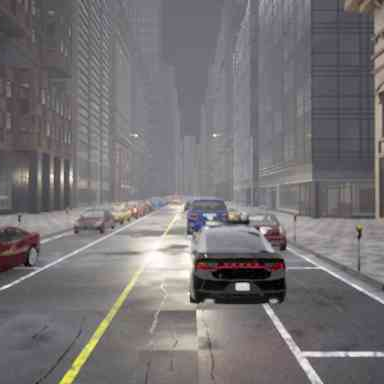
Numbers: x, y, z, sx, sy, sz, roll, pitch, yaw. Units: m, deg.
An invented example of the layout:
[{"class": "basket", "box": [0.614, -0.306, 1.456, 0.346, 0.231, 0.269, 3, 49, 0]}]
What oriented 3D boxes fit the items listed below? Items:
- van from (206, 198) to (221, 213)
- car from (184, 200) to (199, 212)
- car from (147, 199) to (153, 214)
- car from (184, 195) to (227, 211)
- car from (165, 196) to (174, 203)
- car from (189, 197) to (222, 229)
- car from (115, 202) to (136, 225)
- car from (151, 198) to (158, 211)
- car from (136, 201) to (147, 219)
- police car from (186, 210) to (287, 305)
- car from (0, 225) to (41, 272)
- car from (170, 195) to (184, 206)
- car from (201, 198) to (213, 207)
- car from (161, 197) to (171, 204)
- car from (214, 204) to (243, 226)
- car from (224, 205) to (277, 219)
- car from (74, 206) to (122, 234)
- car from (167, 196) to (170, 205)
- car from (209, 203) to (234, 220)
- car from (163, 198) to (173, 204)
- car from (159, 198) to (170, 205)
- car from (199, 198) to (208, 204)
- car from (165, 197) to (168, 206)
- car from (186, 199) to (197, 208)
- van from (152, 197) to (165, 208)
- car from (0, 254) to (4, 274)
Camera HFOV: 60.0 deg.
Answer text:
[{"class": "van", "box": [2.701, 1.634, 42.671, 1.690, 1.788, 3.998, 0, 0, 0]}, {"class": "car", "box": [-0.047, 1.872, 44.824, 1.994, 1.385, 4.181, 0, 0, 0]}, {"class": "car", "box": [-5.817, 1.799, 37.046, 1.887, 1.381, 4.507, 0, 0, 0]}, {"class": "car", "box": [0.793, 1.349, 18.361, 2.150, 2.045, 5.566, 0, 0, -1]}, {"class": "car", "box": [-5.894, 1.919, 87.462, 2.192, 1.841, 5.009, 0, 0, 0]}, {"class": "car", "box": [0.863, 1.392, 24.370, 2.150, 2.045, 5.566, 0, 0, 0]}, {"class": "car", "box": [-5.799, 1.702, 25.673, 1.752, 1.417, 4.829, 0, 0, 0]}, {"class": "car", "box": [-5.825, 1.838, 42.648, 1.887, 1.381, 4.507, 0, 0, 0]}, {"class": "car", "box": [-5.808, 1.656, 31.445, 1.967, 1.590, 4.097, 0, 0, 0]}, {"class": "police car", "box": [0.887, 1.483, 8.448, 1.930, 1.638, 5.238, 0, 0, 0]}, {"class": "car", "box": [-5.773, 1.607, 9.038, 1.887, 1.381, 4.507, 0, 0, 0]}, {"class": "car", "box": [-3.101, 1.930, 65.729, 1.882, 1.535, 5.008, 0, 0, 0]}, {"class": "car", "box": [2.674, 1.849, 59.477, 1.967, 1.590, 4.097, 0, 0, 0]}, {"class": "car", "box": [-5.877, 1.966, 76.258, 1.967, 1.590, 4.097, 0, 0, 0]}, {"class": "car", "box": [2.726, 1.704, 26.034, 1.752, 1.417, 4.829, 0, 0, 0]}, {"class": "car", "box": [2.744, 1.541, 14.660, 1.967, 1.590, 4.097, 0, 0, 0]}, {"class": "car", "box": [-5.791, 1.721, 20.240, 1.802, 1.307, 4.206, 0, 0, 0]}, {"class": "car", "box": [-5.860, 1.888, 65.055, 1.967, 1.590, 4.097, 0, 0, 0]}, {"class": "car", "box": [2.717, 1.761, 31.466, 1.887, 1.381, 4.507, 0, 0, 0]}, {"class": "car", "box": [-5.886, 2.130, 81.859, 1.947, 1.339, 4.313, 0, 0, 0]}, {"class": "car", "box": [-5.869, 2.053, 70.656, 1.947, 1.339, 4.313, 0, 0, 0]}, {"class": "car", "box": [2.648, 2.070, 76.282, 1.887, 1.381, 4.507, 0, 0, 0]}, {"class": "car", "box": [-5.852, 1.991, 59.452, 1.802, 1.307, 4.206, 0, 0, 0]}, {"class": "car", "box": [-0.090, 1.964, 58.128, 1.994, 1.385, 4.181, 0, 0, 0]}, {"class": "van", "box": [-5.842, 1.712, 53.853, 1.690, 1.788, 3.998, 0, 0, 0]}, {"class": "car", "box": [-3.101, 1.487, 1.270, 1.882, 1.535, 5.008, 0, 0, 0]}]
